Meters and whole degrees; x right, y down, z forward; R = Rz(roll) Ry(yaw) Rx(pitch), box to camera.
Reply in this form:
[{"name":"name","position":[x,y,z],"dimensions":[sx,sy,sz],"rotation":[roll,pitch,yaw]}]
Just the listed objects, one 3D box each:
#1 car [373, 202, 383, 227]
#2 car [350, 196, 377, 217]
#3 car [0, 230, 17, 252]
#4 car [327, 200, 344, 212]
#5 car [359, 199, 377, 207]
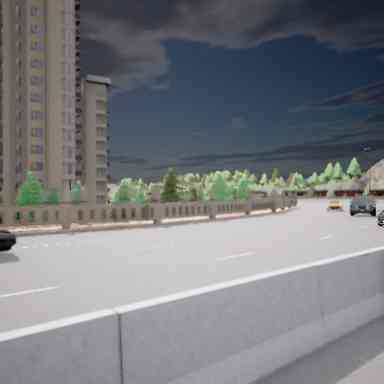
[{"name":"car","position":[14.270,1.610,23.140],"dimensions":[1.837,1.490,4.892],"rotation":[0,0,38]},{"name":"car","position":[17.396,1.404,33.645],"dimensions":[2.150,2.045,5.566],"rotation":[0,0,31]},{"name":"car","position":[-8.499,1.663,10.903],"dimensions":[4.718,1.301,1.895],"rotation":[0,0,-36]},{"name":"car","position":[18.785,1.752,43.546],"dimensions":[1.882,1.535,5.008],"rotation":[0,-1,25]},{"name":"car","position":[32.212,1.950,61.094],"dimensions":[1.812,1.442,4.674],"rotation":[0,-1,14]}]
